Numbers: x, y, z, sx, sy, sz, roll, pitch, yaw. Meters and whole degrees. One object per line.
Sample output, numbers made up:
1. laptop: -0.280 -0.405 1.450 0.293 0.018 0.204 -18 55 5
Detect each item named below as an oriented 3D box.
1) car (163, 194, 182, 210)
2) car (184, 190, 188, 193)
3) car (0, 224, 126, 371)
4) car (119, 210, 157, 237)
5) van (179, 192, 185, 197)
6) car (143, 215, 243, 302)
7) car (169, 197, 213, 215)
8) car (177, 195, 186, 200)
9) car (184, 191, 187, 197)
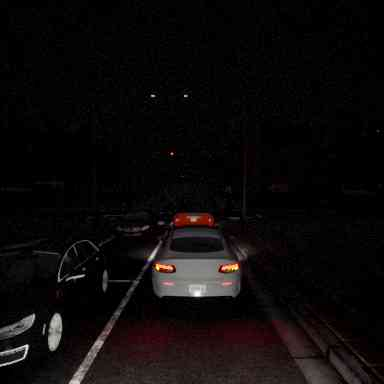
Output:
1. car: -2.712 1.483 43.489 1.967 1.590 4.097 -2 0 0
2. car: -2.758 1.132 93.358 2.192 1.841 5.009 -1 1 0
3. car: -2.665 1.548 5.817 2.008 1.369 4.403 -2 0 0
4. car: -2.676 1.582 16.711 1.802 1.307 4.206 -2 0 0
5. van: -2.734 1.359 65.645 1.690 1.788 3.998 -1 0 0
6. car: 0.091 1.523 8.109 1.812 1.442 4.674 0 0 0
7. car: 0.080 1.353 18.072 2.097 1.767 4.553 0 0 0
8. car: -2.749 1.429 87.809 2.008 1.369 4.403 -1 0 0
9. car: -2.740 1.308 71.188 2.192 1.841 5.009 -1 0 0
